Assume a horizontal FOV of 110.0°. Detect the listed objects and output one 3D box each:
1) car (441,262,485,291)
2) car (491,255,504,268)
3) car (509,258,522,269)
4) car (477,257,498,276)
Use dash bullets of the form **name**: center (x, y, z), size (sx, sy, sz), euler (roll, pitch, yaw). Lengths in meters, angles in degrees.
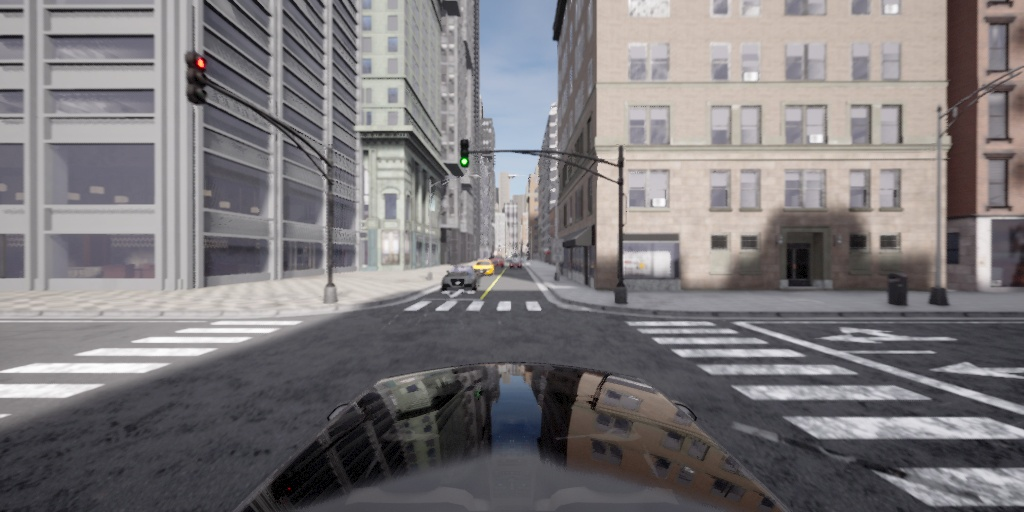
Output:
- **car**: center (-2.942, 1.262, 21.449), size (1.994, 1.385, 4.181), euler (0, 0, 0)
- **car**: center (-2.397, 0.823, 56.411), size (2.150, 2.045, 5.566), euler (0, 0, 1)
- **car**: center (0.546, 1.221, 51.877), size (1.895, 1.301, 4.718), euler (0, 0, 1)
- **car**: center (-2.757, 1.140, 35.302), size (1.882, 1.535, 5.008), euler (0, 0, 1)
